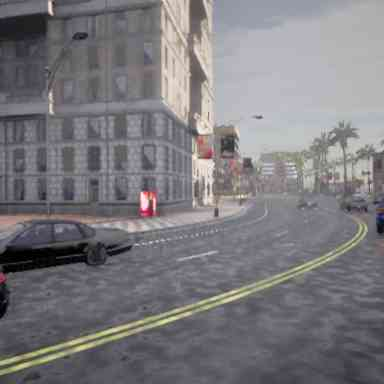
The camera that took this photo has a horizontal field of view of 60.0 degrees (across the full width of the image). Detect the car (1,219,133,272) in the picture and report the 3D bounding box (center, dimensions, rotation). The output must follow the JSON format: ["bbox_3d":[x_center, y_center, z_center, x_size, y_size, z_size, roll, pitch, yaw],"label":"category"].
[{"bbox_3d":[-4.386,1.532,9.620,5.357,1.411,2.033,-1,0,-41],"label":"car"}]

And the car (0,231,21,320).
[{"bbox_3d":[-5.063,1.575,4.910,4.181,1.385,1.994,-1,0,-36],"label":"car"}]

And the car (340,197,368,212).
[{"bbox_3d":[16.628,1.222,34.349,2.128,1.511,4.902,0,0,13],"label":"car"}]

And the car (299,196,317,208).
[{"bbox_3d":[14.917,1.237,42.928,2.128,1.511,4.902,0,0,12],"label":"car"}]

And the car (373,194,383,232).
[{"bbox_3d":[11.309,1.064,18.228,2.150,2.045,5.566,0,0,28],"label":"car"}]
